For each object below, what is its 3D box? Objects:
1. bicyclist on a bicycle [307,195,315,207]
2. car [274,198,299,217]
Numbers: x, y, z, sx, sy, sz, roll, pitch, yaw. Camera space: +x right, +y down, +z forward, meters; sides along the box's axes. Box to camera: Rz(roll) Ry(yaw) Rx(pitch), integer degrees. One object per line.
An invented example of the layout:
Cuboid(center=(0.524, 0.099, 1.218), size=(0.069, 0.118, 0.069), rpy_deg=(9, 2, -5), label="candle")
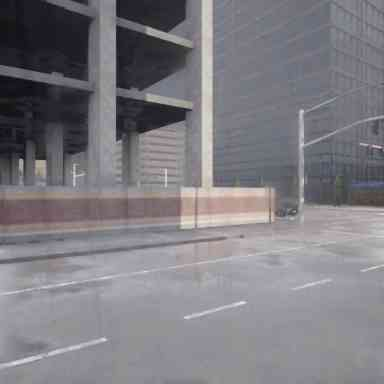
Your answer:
Cuboid(center=(16.533, 1.301, 46.187), size=(1.656, 1.620, 0.582), rpy_deg=(0, 0, -36), label="bicyclist on a bicycle")
Cuboid(center=(8.063, 1.564, 31.496), size=(1.994, 1.385, 4.181), rpy_deg=(0, 0, -36), label="car")
